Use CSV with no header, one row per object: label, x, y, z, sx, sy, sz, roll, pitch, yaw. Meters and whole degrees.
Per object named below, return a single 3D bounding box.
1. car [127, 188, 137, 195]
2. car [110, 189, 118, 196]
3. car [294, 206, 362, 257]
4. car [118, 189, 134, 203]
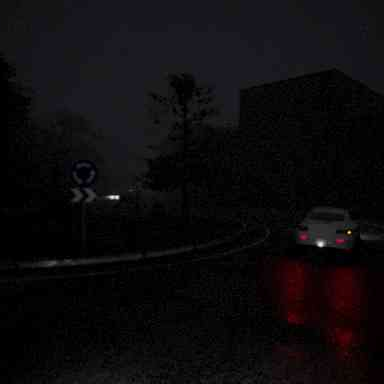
car,-14.244,-0.201,78.536,2.128,1.511,4.902,0,2,-8
car,-16.595,0.057,72.143,2.128,1.511,4.902,0,2,-8
car,4.841,1.222,11.724,1.812,1.442,4.674,2,2,28
car,-8.814,0.671,45.404,1.882,1.535,5.008,0,1,-12
